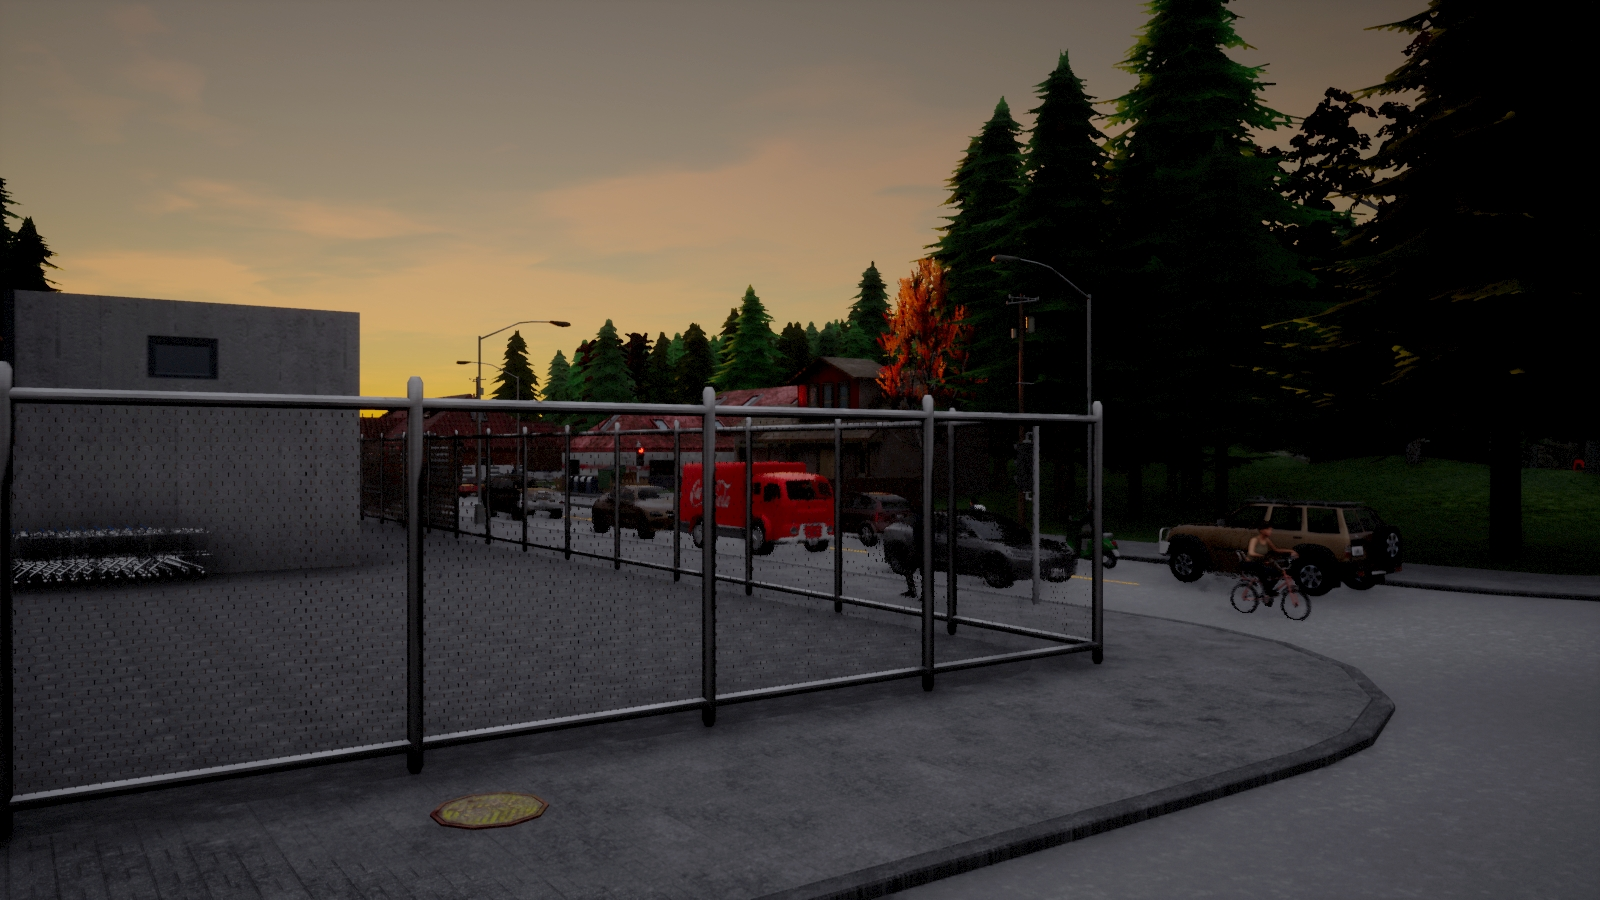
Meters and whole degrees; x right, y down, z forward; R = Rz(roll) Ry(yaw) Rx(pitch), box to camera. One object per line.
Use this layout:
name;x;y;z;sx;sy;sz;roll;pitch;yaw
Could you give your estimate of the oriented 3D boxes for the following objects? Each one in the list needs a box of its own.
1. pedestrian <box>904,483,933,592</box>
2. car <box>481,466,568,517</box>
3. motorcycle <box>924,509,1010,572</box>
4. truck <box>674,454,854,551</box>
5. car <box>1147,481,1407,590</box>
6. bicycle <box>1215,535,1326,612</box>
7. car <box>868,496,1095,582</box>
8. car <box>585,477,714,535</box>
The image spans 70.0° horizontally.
pedestrian;2.070;1.515;19.979;0.375;1.860;0.375;0;0;33
car;-11.274;1.640;46.589;1.932;1.855;4.605;0;0;-34
motorcycle;3.660;1.959;25.125;0.856;1.236;1.805;0;0;-35
truck;-1.118;1.350;31.969;2.627;2.467;5.204;0;0;-35
car;9.641;1.640;23.438;1.932;1.855;4.605;0;0;-35
bicycle;7.851;2.033;19.106;0.859;1.080;1.487;-1;1;-34
car;3.822;1.840;24.889;2.163;1.488;4.792;0;0;-35
car;-5.034;1.769;37.601;2.152;1.651;5.027;0;0;-35
